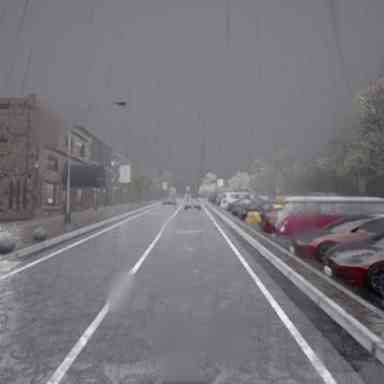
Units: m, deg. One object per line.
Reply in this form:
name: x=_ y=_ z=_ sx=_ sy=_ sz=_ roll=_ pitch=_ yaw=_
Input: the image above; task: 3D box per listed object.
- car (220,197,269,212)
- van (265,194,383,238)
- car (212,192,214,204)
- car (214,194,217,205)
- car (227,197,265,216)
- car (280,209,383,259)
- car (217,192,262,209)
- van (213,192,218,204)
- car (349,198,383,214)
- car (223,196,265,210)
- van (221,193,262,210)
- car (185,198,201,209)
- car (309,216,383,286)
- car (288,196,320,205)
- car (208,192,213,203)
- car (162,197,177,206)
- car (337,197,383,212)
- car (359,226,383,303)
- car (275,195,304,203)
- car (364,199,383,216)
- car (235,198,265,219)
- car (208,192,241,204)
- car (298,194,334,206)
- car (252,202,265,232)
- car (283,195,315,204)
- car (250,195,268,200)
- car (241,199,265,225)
car: x=5.592 y=1.326 z=35.927 sx=5.008 sy=1.535 sz=2.097 roll=0 pitch=0 yaw=0
van: x=5.517 y=1.179 z=13.503 sx=4.442 sy=1.987 sz=1.878 roll=0 pitch=0 yaw=0
car: x=5.553 y=1.179 z=47.142 sx=4.553 sy=1.767 sz=2.185 roll=0 pitch=0 yaw=0
car: x=5.584 y=1.317 z=41.534 sx=4.892 sy=1.521 sz=2.231 roll=0 pitch=0 yaw=0
car: x=5.582 y=1.373 z=27.519 sx=4.792 sy=1.488 sz=2.163 roll=0 pitch=0 yaw=0
car: x=5.609 y=1.449 z=10.701 sx=4.792 sy=1.488 sz=2.163 roll=0 pitch=0 yaw=0
car: x=5.631 y=1.080 z=33.123 sx=5.566 sy=2.045 sz=2.435 roll=0 pitch=0 yaw=0
van: x=5.471 y=1.084 z=44.337 sx=4.442 sy=1.987 sz=1.878 roll=0 pitch=0 yaw=0
car: x=18.652 y=1.361 z=33.279 sx=4.792 sy=1.488 sz=2.163 roll=0 pitch=0 yaw=0
car: x=5.602 y=1.338 z=30.316 sx=4.892 sy=1.521 sz=2.231 roll=0 pitch=0 yaw=0
van: x=5.710 y=1.095 z=38.731 sx=4.442 sy=1.987 sz=1.878 roll=0 pitch=0 yaw=0
car: x=0.091 y=1.451 z=41.317 sx=1.895 sy=1.301 sz=4.718 roll=0 pitch=0 yaw=0
car: x=5.613 y=1.463 z=7.898 sx=4.792 sy=1.488 sz=2.163 roll=0 pitch=0 yaw=0
car: x=18.664 y=1.345 z=55.556 sx=4.674 sy=1.452 sz=2.002 roll=0 pitch=0 yaw=0
car: x=5.612 y=1.052 z=49.942 sx=5.566 sy=2.045 sz=2.435 roll=0 pitch=0 yaw=0
car: x=-3.336 y=1.400 z=50.061 sx=1.994 sy=1.385 sz=4.181 roll=0 pitch=0 yaw=0
car: x=18.672 y=1.326 z=36.064 sx=5.008 sy=1.535 sz=2.097 roll=0 pitch=0 yaw=0
car: x=5.641 y=1.448 z=5.095 sx=5.008 sy=1.535 sz=2.097 roll=0 pitch=0 yaw=0
car: x=18.660 y=1.334 z=63.911 sx=5.008 sy=1.535 sz=2.097 roll=0 pitch=0 yaw=0
car: x=18.715 y=1.366 z=30.494 sx=4.792 sy=1.488 sz=2.163 roll=0 pitch=0 yaw=0
car: x=5.615 y=1.363 z=21.911 sx=5.008 sy=1.535 sz=2.097 roll=0 pitch=0 yaw=0
car: x=5.612 y=1.061 z=58.353 sx=5.566 sy=2.045 sz=2.435 roll=0 pitch=0 yaw=0
car: x=18.632 y=1.177 z=49.987 sx=4.553 sy=1.767 sz=2.185 roll=0 pitch=0 yaw=0
car: x=5.658 y=1.420 z=16.308 sx=4.792 sy=1.488 sz=2.163 roll=0 pitch=0 yaw=0
car: x=18.668 y=1.311 z=58.343 sx=5.008 sy=1.535 sz=2.097 roll=0 pitch=0 yaw=0
car: x=18.677 y=1.588 z=92.395 sx=4.674 sy=1.452 sz=2.002 roll=0 pitch=0 yaw=0
car: x=5.810 y=1.373 z=19.111 sx=5.366 sy=1.575 sz=1.946 roll=0 pitch=0 yaw=0
